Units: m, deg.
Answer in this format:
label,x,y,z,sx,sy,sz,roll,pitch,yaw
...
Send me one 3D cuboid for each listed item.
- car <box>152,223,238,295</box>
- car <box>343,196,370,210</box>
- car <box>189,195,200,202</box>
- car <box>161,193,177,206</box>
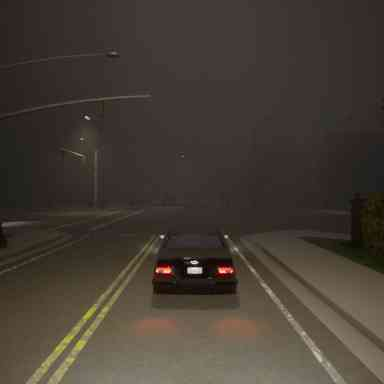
label,x,y,z,sx,sy,sz,roll,pitch,yaw
car,0.060,1.547,8.872,2.033,1.411,5.357,0,0,0
car,20.156,1.306,38.780,4.553,1.767,2.097,0,0,-1
car,0.611,1.524,78.885,1.812,1.442,4.674,0,0,12
car,-3.681,1.221,53.908,2.150,2.045,5.566,0,0,0
